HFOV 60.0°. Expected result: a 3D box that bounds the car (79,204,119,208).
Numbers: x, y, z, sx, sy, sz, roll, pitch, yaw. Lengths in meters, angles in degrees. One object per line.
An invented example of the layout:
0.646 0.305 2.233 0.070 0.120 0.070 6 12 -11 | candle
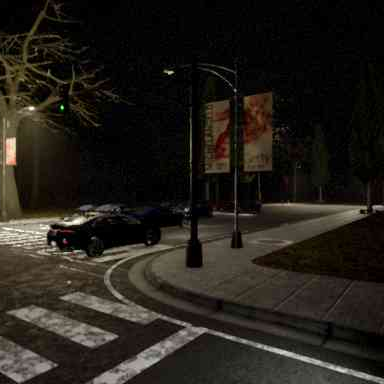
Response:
-5.251 1.563 21.946 2.128 1.511 4.902 0 0 35 | car

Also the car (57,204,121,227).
-7.465 1.633 24.464 1.994 1.385 4.181 0 0 36 | car

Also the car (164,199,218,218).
-0.011 1.470 29.409 2.097 1.767 4.553 0 0 35 | car

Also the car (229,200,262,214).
6.613 1.688 38.839 1.837 1.490 4.892 0 0 35 | car

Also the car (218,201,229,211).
4.871 1.788 42.007 1.895 1.301 4.718 0 0 36 | car

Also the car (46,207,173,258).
-3.241 1.539 13.154 2.128 1.511 4.902 0 -1 35 | car

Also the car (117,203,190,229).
-2.124 1.607 20.423 1.812 1.442 4.674 0 0 35 | car
